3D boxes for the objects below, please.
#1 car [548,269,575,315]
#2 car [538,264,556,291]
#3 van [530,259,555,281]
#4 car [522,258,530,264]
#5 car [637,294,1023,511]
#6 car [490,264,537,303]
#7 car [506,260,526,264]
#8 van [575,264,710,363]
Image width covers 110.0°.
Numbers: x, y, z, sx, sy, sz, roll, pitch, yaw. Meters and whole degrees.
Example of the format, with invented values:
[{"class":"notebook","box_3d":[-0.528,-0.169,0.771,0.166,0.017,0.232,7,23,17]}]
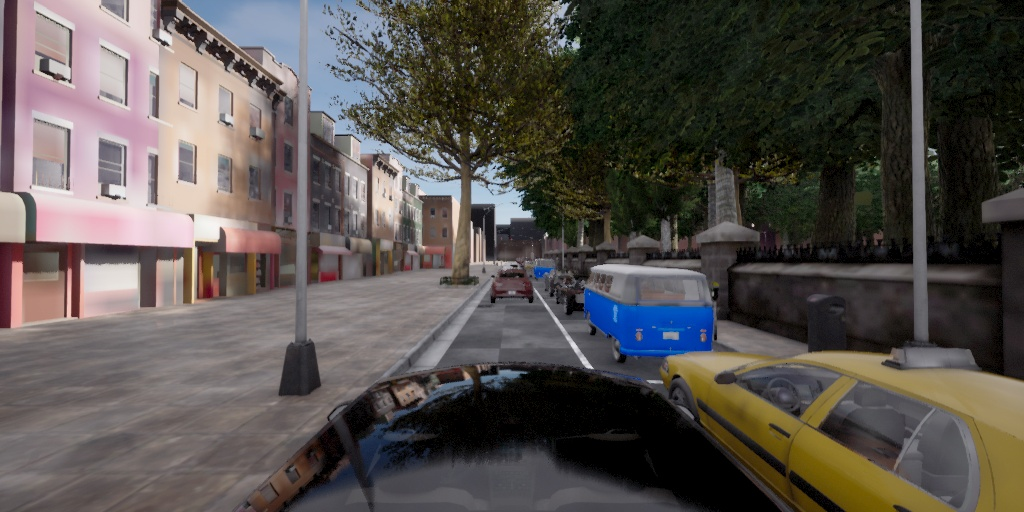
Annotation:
[{"class":"car","box_3d":[2.639,1.319,13.267,1.948,1.339,4.313,0,0,0]},{"class":"car","box_3d":[2.639,1.309,18.716,2.007,1.370,4.403,0,0,0]},{"class":"van","box_3d":[2.638,1.114,29.614,1.690,1.789,3.998,0,0,0]},{"class":"car","box_3d":[2.638,1.343,51.582,1.751,1.417,4.829,0,0,0]},{"class":"car","box_3d":[2.639,1.272,2.538,1.751,1.417,4.829,0,0,0]},{"class":"car","box_3d":[0.000,1.290,16.500,1.812,1.442,4.674,0,0,0]},{"class":"car","box_3d":[0.000,1.311,31.502,1.812,1.442,4.674,0,0,0]},{"class":"van","box_3d":[2.639,1.090,7.817,1.690,1.789,3.998,0,0,0]}]
